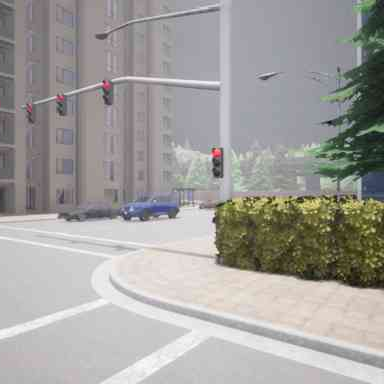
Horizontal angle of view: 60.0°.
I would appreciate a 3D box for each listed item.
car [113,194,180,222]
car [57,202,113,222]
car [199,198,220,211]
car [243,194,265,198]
[{"bbox_3d":[-3.282,1.222,26.957,2.150,2.045,5.566,0,0,36],"label":"car"},{"bbox_3d":[-7.904,1.547,26.571,2.033,1.411,5.357,0,0,36],"label":"car"},{"bbox_3d":[2.767,1.477,41.071,1.882,1.535,5.008,0,0,37],"label":"car"},{"bbox_3d":[7.516,1.225,41.579,2.150,2.045,5.566,0,0,37],"label":"car"}]
